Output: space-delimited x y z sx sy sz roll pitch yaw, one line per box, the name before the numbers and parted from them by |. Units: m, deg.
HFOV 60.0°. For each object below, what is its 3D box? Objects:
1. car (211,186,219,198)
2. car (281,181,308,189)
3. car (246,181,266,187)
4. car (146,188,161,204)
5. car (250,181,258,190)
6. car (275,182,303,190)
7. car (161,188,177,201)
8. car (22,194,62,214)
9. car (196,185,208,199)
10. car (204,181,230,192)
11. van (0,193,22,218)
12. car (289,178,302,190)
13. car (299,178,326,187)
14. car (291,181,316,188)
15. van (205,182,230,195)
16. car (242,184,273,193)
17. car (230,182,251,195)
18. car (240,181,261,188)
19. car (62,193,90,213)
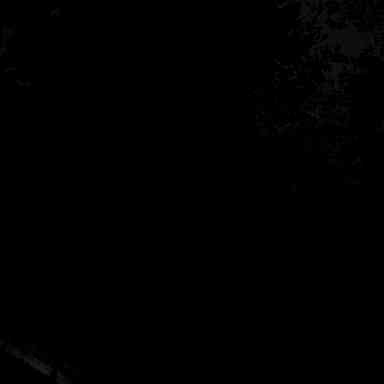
car | 0.772 0.086 44.333 4.674 1.452 2.002 1 3 39
car | 21.606 -1.446 70.274 5.008 1.535 2.097 1 3 39
car | 16.213 -1.973 84.440 4.674 1.452 2.002 1 4 39
car | -6.169 0.546 35.676 5.008 1.535 2.097 1 3 39
car | 9.310 -0.580 55.253 5.366 1.575 1.946 1 3 39
car | 19.867 -1.318 68.111 4.892 1.521 2.231 1 3 39
car | -4.414 0.296 37.817 4.553 1.767 2.185 1 3 39
car | -13.095 1.079 27.017 4.792 1.488 2.163 1 3 39
car | -0.968 0.171 42.169 5.008 1.535 2.097 1 3 39
car | 4.832 -1.098 62.756 2.150 2.045 5.566 1 3 39
van | -14.948 0.948 24.937 4.442 1.987 1.878 1 3 39
car | 18.110 -1.446 65.953 5.566 2.045 2.435 1 3 39
car | 28.531 -2.232 78.925 5.566 2.045 2.435 1 4 39
car | 25.059 -1.674 74.612 4.792 1.488 2.163 1 4 39
van | 2.597 -0.302 46.407 4.442 1.987 1.878 1 3 39
car | 11.214 -0.669 57.282 4.792 1.488 2.163 1 3 39
car | 5.959 -0.297 50.832 4.792 1.488 2.163 1 3 39
car | 14.481 -1.846 82.233 4.792 1.488 2.163 1 3 39
car | -11.526 0.917 29.313 5.366 1.575 1.946 1 3 39
